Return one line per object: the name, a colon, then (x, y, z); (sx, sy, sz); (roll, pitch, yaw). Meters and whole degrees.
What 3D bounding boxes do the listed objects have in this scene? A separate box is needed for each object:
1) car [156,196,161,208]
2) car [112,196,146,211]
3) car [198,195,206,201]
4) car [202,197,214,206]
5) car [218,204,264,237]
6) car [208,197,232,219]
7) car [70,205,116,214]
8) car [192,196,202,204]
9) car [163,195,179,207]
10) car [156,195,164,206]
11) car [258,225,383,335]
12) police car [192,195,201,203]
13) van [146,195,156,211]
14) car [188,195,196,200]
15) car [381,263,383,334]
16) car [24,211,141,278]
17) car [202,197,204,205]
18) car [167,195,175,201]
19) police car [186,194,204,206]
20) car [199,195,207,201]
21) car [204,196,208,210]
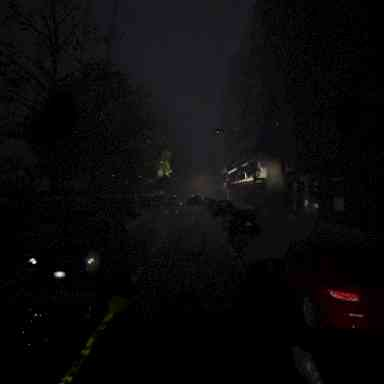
car: (-5.684, 1.589, 45.952); (1.802, 1.307, 4.206); (0, 0, 0)
car: (-5.685, 1.312, 29.062); (2.192, 1.841, 5.009); (0, 0, 0)
car: (2.702, 1.610, 90.995); (1.887, 1.381, 4.507); (0, 0, 0)
car: (2.698, 1.584, 57.214); (1.947, 1.339, 4.313); (0, 0, 0)
car: (2.693, 1.562, 17.801); (1.947, 1.339, 4.313); (0, 0, 0)
car: (2.694, 1.438, 29.061); (1.967, 1.590, 4.097); (0, 0, 0)
car: (-5.687, 1.562, 17.802); (1.947, 1.339, 4.313); (0, 0, 0)
car: (0.910, 1.503, 63.974); (1.882, 1.535, 5.008); (0, 0, 0)
car: (-3.070, 1.538, 51.637); (1.812, 1.442, 4.674); (0, 0, 0)
car: (-5.683, 1.557, 51.583); (1.887, 1.381, 4.507); (0, 0, 0)
car: (2.692, 1.580, 6.540); (1.802, 1.307, 4.206); (0, 0, 0)
police car: (0.910, 1.458, 70.085); (1.930, 1.638, 5.238); (0, 0, 0)
van: (-5.684, 1.344, 40.322); (1.690, 1.788, 3.998); (0, 0, 0)
car: (0.013, 1.415, 88.487); (2.033, 1.411, 5.357); (0, 0, 0)
car: (2.691, 1.440, 0.910); (1.967, 1.590, 4.097); (0, 0, 0)
car: (-3.099, 1.544, 10.449); (2.033, 1.411, 5.357); (0, 0, 0)
car: (2.696, 1.590, 45.952); (1.802, 1.307, 4.206); (0, 0, 0)
car: (-5.679, 1.505, 90.996); (1.967, 1.590, 4.097); (0, 0, 0)
police car: (0.451, 1.441, 54.272); (1.930, 1.638, 5.238); (0, 0, 12)
car: (2.701, 1.600, 85.364); (1.887, 1.381, 4.507); (0, 0, 0)
car: (2.696, 1.529, 40.492); (1.752, 1.417, 4.829); (0, 0, 0)
